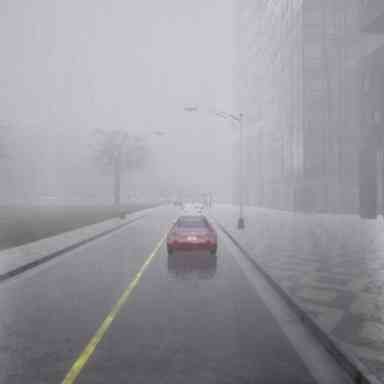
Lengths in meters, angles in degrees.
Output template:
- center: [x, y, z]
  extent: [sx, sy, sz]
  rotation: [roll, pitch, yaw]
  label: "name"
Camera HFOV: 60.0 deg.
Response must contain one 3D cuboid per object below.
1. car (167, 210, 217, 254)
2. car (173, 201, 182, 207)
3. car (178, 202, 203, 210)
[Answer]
- center: [0.009, 1.705, 14.284]
  extent: [1.994, 1.385, 4.181]
  rotation: [0, -1, 0]
  label: "car"
- center: [-2.976, 2.464, 70.951]
  extent: [1.895, 1.301, 4.718]
  rotation: [0, -1, 0]
  label: "car"
- center: [0.016, 1.816, 29.382]
  extent: [1.812, 1.442, 4.674]
  rotation: [0, 0, 0]
  label: "car"
